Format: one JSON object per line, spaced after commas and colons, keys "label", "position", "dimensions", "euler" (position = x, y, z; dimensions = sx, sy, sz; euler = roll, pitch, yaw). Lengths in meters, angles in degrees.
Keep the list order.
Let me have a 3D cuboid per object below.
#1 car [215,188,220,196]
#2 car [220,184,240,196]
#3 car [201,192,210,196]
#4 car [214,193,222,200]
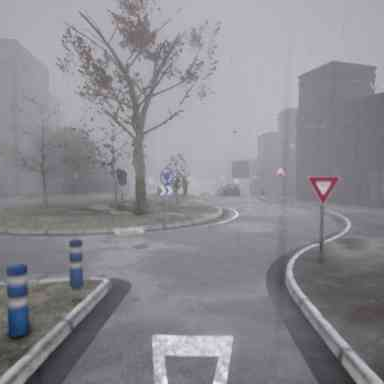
{"label": "car", "position": [5.819, 0.130, 60.982], "dimensions": [2.150, 2.045, 5.566], "euler": [0, -2, 2]}
{"label": "car", "position": [5.399, -0.304, 46.120], "dimensions": [2.097, 1.767, 4.553], "euler": [0, -2, 2]}
{"label": "car", "position": [2.782, 0.681, 68.409], "dimensions": [2.128, 1.511, 4.902], "euler": [0, -2, 2]}
{"label": "car", "position": [6.471, 1.152, 83.827], "dimensions": [1.812, 1.442, 4.674], "euler": [0, -2, 2]}
